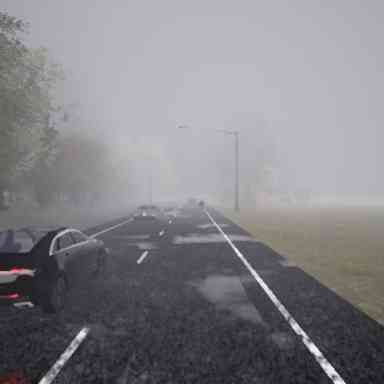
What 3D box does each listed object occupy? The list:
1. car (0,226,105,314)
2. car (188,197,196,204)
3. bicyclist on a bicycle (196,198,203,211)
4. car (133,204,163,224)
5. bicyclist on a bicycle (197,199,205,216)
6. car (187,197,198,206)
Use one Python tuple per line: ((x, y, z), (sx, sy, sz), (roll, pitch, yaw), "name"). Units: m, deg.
((-3.400, 1.531, 7.675), (2.128, 1.511, 4.902), (0, 0, 0), "car")
((0.028, 1.891, 76.967), (1.837, 1.490, 4.892), (0, 0, 0), "car")
((0.997, 1.652, 42.780), (0.866, 1.612, 1.509), (0, 0, 0), "bicyclist on a bicycle")
((-3.390, 1.680, 26.199), (2.033, 1.411, 5.357), (0, 0, 0), "car")
((0.978, 1.540, 33.564), (0.659, 1.776, 1.843), (0, 0, 0), "bicyclist on a bicycle")
((0.055, 1.800, 63.608), (1.882, 1.535, 5.008), (0, 0, 1), "car")
